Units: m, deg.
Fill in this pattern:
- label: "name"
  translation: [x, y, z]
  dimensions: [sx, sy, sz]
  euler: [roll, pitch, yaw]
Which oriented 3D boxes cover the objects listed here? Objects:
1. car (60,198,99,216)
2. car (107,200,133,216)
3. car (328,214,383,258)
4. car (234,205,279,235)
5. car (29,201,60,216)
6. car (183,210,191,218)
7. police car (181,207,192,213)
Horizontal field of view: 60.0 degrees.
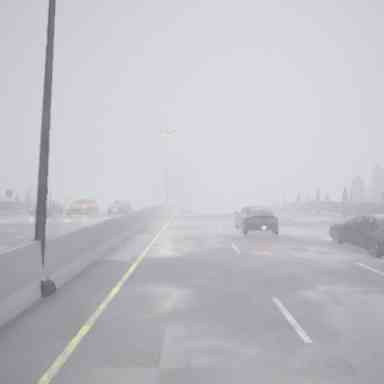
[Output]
- label: "car"
  translation: [-10.604, 1.408, 32.318]
  dimensions: [2.097, 1.767, 4.553]
  euler: [0, -1, 0]
- label: "car"
  translation: [-7.105, 1.565, 33.112]
  dimensions: [2.128, 1.511, 4.902]
  euler: [0, -1, 0]
- label: "car"
  translation: [7.099, 1.554, 12.697]
  dimensions: [2.033, 1.411, 5.357]
  euler: [0, 0, 0]
- label: "car"
  translation: [3.591, 1.514, 18.984]
  dimensions: [1.837, 1.490, 4.892]
  euler: [0, 0, 0]
- label: "car"
  translation: [-14.104, 1.589, 32.636]
  dimensions: [1.812, 1.442, 4.674]
  euler: [0, -1, 0]
- label: "car"
  translation: [-1.082, 4.819, 72.565]
  dimensions: [1.812, 1.442, 4.674]
  euler: [0, -6, 0]
- label: "police car"
  translation: [-1.078, 3.679, 62.739]
  dimensions: [1.930, 1.638, 5.238]
  euler: [0, -6, 0]
